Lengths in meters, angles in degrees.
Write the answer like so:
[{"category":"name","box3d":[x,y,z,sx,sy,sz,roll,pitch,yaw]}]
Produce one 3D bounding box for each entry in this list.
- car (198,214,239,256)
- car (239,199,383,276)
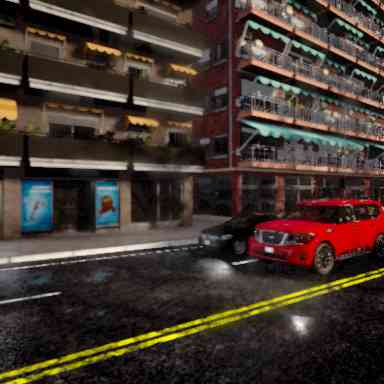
[{"category":"car","box3d":[2.423,1.575,13.497,4.674,1.442,1.812,0,0,-37]},{"category":"car","box3d":[4.378,1.269,10.909,5.566,2.045,2.150,0,0,-36]}]
